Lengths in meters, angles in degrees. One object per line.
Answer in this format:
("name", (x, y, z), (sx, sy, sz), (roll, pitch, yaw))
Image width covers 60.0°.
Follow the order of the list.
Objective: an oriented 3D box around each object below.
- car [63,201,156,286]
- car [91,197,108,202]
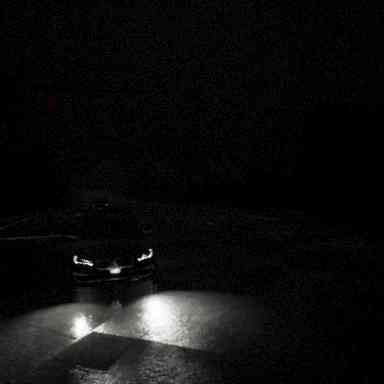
("car", (-2.198, 1.246, 8.926), (1.837, 1.490, 4.892), (-2, 2, -16))
("car", (-9.224, 1.210, 33.188), (2.033, 1.411, 5.357), (-2, -1, -16))
